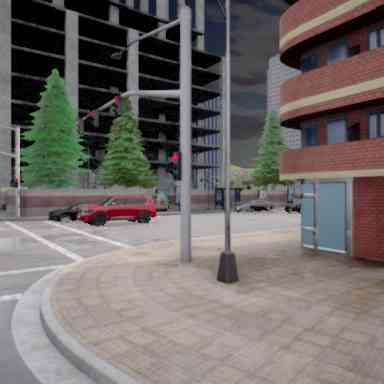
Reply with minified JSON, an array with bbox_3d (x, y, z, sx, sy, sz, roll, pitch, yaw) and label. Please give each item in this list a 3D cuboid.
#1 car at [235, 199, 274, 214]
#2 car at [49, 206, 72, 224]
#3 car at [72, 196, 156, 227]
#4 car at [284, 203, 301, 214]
[{"bbox_3d":[6.802,1.548,36.235,4.902,1.511,2.128,0,0,-35],"label":"car"},{"bbox_3d":[-8.392,1.534,25.722,5.008,1.535,1.882,0,0,-34],"label":"car"},{"bbox_3d":[-5.228,1.278,23.641,5.566,2.045,2.150,0,0,-35],"label":"car"},{"bbox_3d":[11.996,1.657,35.575,4.718,1.301,1.895,0,0,-35],"label":"car"}]
